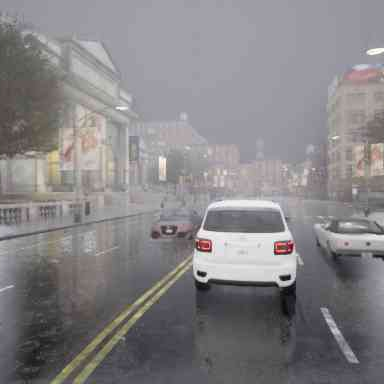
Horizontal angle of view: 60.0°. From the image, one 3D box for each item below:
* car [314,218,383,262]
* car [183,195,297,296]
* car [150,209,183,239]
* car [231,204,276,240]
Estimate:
[{"bbox_3d":[5.721,1.601,12.152,1.895,1.301,4.718,0,0,12],"label":"car"},{"bbox_3d":[1.469,1.221,8.964,2.150,2.045,5.566,0,0,11],"label":"car"},{"bbox_3d":[-0.606,1.565,16.825,1.994,1.385,4.181,0,0,13],"label":"car"},{"bbox_3d":[3.436,1.492,18.269,2.128,1.511,4.902,0,0,12],"label":"car"}]
